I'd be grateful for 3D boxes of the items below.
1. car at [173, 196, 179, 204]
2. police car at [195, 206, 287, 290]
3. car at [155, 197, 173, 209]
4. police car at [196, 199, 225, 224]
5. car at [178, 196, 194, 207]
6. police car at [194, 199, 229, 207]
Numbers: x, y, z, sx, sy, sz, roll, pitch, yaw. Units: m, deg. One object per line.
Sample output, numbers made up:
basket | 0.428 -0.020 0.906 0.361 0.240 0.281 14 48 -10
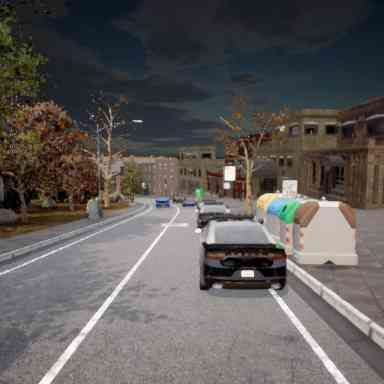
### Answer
car | -2.488 1.464 61.312 1.895 1.301 4.718 -1 0 -12
police car | 1.124 1.407 9.157 1.930 1.638 5.238 0 0 1
car | -3.919 1.408 44.998 1.882 1.535 5.008 0 0 -5
police car | 1.276 1.375 25.235 1.930 1.638 5.238 0 0 1
car | -0.441 1.453 47.690 1.994 1.385 4.181 -1 0 -6
police car | 1.219 1.387 19.206 1.930 1.638 5.238 0 0 1
